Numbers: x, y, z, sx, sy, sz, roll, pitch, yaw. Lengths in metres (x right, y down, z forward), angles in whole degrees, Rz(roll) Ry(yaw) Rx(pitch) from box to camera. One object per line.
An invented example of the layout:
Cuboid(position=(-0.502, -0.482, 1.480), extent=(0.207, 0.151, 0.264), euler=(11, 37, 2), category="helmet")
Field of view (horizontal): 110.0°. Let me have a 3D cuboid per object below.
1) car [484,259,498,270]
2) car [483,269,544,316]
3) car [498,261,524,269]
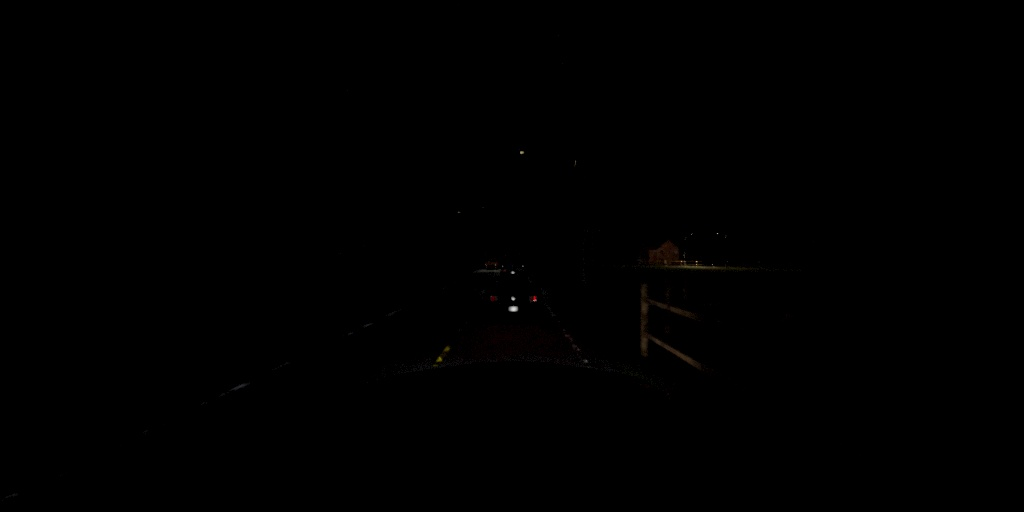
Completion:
Cuboid(position=(-2.827, 1.148, 50.544), extent=(1.882, 1.535, 5.008), euler=(0, 0, 0), category="car")
Cuboid(position=(0.063, 1.325, 13.178), extent=(1.895, 1.301, 4.718), euler=(0, 0, 0), category="car")
Cuboid(position=(0.076, 1.258, 30.186), extent=(1.994, 1.385, 4.181), euler=(0, 0, 0), category="car")
